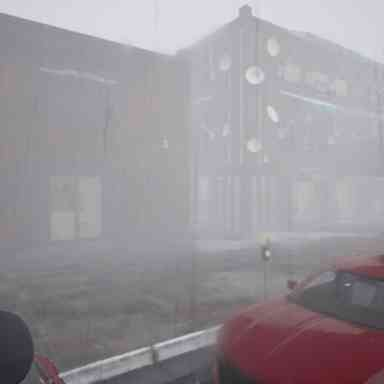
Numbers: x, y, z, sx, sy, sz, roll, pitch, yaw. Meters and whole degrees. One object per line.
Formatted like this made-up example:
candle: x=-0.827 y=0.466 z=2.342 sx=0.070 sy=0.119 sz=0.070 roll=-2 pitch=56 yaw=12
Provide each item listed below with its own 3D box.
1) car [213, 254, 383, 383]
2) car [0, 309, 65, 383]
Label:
car: x=2.295 y=1.509 z=4.022 sx=4.507 sy=1.381 sz=1.887 roll=0 pitch=0 yaw=-34
car: x=-2.281 y=1.419 z=0.885 sx=4.097 sy=1.590 sz=1.967 roll=0 pitch=0 yaw=-34
